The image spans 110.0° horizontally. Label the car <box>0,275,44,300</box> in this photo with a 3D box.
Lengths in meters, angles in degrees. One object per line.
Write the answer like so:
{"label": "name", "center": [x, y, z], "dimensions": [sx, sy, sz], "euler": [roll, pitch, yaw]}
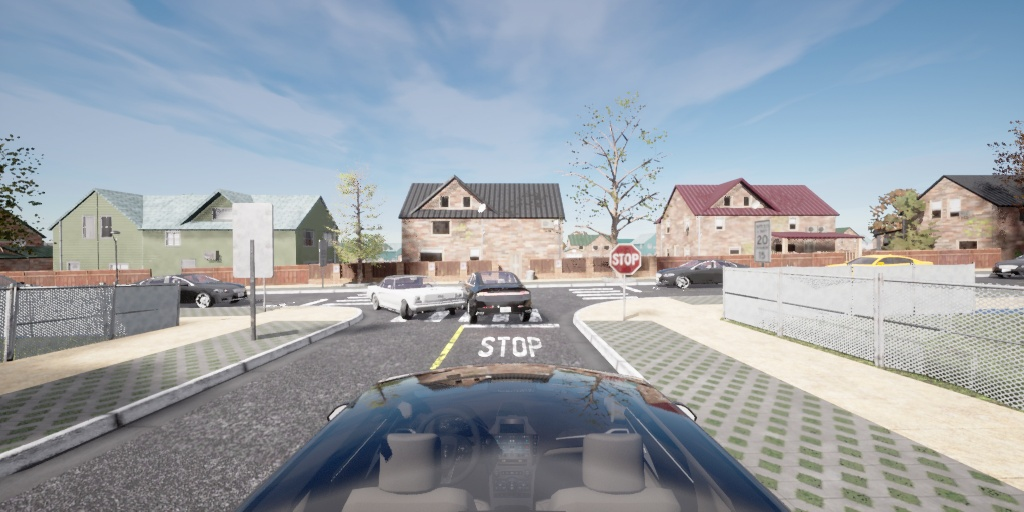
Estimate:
{"label": "car", "center": [-24.233, 1.648, 16.402], "dimensions": [4.553, 1.767, 2.097], "euler": [-1, 1, 0]}

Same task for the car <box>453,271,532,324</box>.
{"label": "car", "center": [-0.680, 1.242, 12.078], "dimensions": [2.128, 1.511, 4.902], "euler": [0, 0, -12]}

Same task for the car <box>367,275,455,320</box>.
{"label": "car", "center": [-3.597, 1.367, 12.938], "dimensions": [1.895, 1.301, 4.718], "euler": [0, 0, -38]}

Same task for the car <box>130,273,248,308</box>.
{"label": "car", "center": [-14.895, 1.566, 16.439], "dimensions": [4.902, 1.511, 2.128], "euler": [-1, 1, 0]}

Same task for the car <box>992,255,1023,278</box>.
{"label": "car", "center": [29.393, 0.478, 19.546], "dimensions": [4.902, 1.511, 2.128], "euler": [-1, 1, 0]}

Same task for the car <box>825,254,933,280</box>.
{"label": "car", "center": [19.769, 0.690, 19.514], "dimensions": [5.008, 1.535, 1.882], "euler": [-1, 1, -1]}

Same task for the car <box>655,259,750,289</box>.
{"label": "car", "center": [10.339, 0.925, 19.481], "dimensions": [4.902, 1.511, 2.128], "euler": [-1, 1, 0]}
